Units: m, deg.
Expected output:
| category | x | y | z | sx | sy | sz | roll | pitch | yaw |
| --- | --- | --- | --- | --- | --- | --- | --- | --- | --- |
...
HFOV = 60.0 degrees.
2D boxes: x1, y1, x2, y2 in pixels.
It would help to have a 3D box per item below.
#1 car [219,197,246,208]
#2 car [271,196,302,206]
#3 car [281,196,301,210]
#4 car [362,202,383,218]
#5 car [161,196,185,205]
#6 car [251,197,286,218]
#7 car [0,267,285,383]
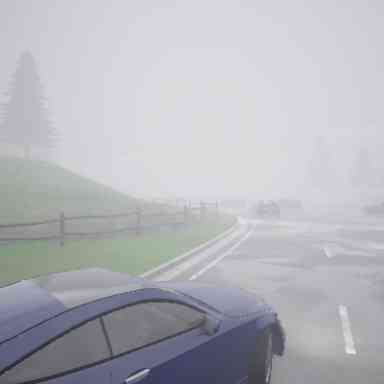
| category | x | y | z | sx | sy | sz | roll | pitch | yaw |
| --- | --- | --- | --- | --- | --- | --- | --- | --- | --- |
| car | 5.752 | 1.436 | 48.106 | 1.882 | 1.535 | 5.008 | 1 | 0 | -26 |
| car | 14.969 | 1.421 | 53.157 | 1.882 | 1.535 | 5.008 | 0 | 0 | -26 |
| car | 11.791 | 1.433 | 42.052 | 1.882 | 1.535 | 5.008 | 1 | 0 | -16 |
| car | 17.090 | 1.559 | 29.460 | 1.895 | 1.301 | 4.718 | 0 | 0 | 0 |
| car | -3.108 | 1.471 | 55.164 | 1.837 | 1.490 | 4.892 | 3 | -2 | -42 |
| car | 6.541 | 1.462 | 29.939 | 2.128 | 1.511 | 4.902 | 0 | 0 | 0 |
| car | -0.848 | 1.525 | 3.289 | 1.812 | 1.442 | 4.674 | 2 | 2 | 44 |
